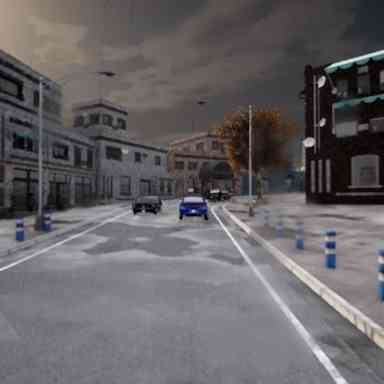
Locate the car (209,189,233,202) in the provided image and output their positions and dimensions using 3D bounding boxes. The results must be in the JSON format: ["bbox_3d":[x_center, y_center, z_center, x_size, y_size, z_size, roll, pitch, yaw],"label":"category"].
[{"bbox_3d":[3.492,0.422,41.243,1.882,1.535,5.008,-1,1,30],"label":"car"}]

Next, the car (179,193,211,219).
[{"bbox_3d":[0.102,1.005,23.574,1.882,1.535,5.008,0,2,0],"label":"car"}]

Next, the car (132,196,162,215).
[{"bbox_3d":[-3.537,1.045,26.751,1.895,1.301,4.718,0,2,1],"label":"car"}]
